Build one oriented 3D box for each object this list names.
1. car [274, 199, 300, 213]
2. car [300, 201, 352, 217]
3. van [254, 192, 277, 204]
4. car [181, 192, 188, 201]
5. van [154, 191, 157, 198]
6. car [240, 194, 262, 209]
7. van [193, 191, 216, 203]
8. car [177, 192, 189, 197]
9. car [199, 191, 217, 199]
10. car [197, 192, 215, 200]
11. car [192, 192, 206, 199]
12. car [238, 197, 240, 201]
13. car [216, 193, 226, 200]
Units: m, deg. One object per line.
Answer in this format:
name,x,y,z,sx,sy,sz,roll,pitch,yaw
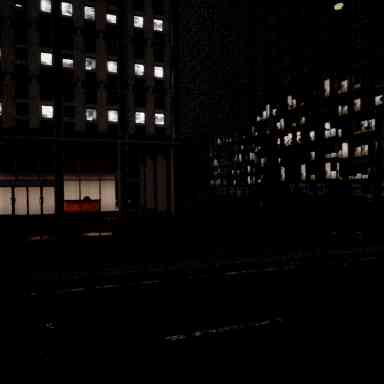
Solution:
car,10.031,1.400,34.766,1.802,1.307,4.206,0,1,-21
car,12.060,1.435,29.454,1.947,1.339,4.313,0,1,-21
van,11.819,0.871,53.723,1.690,1.788,3.998,0,1,-21
car,-2.134,1.057,66.621,2.008,1.369,4.403,0,1,-21
van,-8.270,0.688,82.527,1.690,1.788,3.998,0,1,-21
car,8.041,1.332,40.089,1.947,1.339,4.313,0,1,-21
van,1.956,0.953,56.013,1.690,1.788,3.998,0,1,-21
car,-2.496,0.711,90.846,2.008,1.369,4.403,0,1,-21
car,3.639,0.635,74.935,2.192,1.841,5.009,0,1,-21
car,2.816,0.880,69.854,1.882,1.535,5.008,-1,1,-21
car,1.594,0.707,80.239,1.967,1.590,4.097,0,1,-21
car,9.775,1.060,59.029,1.802,1.307,4.206,0,1,-21
car,5.685,0.955,69.636,1.802,1.307,4.206,0,1,-21
